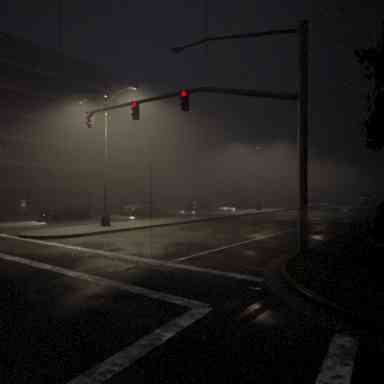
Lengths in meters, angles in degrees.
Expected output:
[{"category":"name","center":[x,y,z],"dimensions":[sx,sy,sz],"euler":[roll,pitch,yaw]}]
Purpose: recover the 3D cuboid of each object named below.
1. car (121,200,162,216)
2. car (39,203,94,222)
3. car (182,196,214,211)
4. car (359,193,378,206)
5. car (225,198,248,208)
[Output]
[{"category":"car","center":[-4.951,1.524,33.472],"dimensions":[1.812,1.442,4.674],"euler":[0,0,36]},{"category":"car","center":[-9.943,1.564,26.591],"dimensions":[1.994,1.385,4.181],"euler":[0,0,36]},{"category":"car","center":[0.780,1.352,41.368],"dimensions":[2.097,1.767,4.553],"euler":[0,0,36]},{"category":"car","center":[28.735,1.221,54.037],"dimensions":[2.150,2.045,5.566],"euler":[0,0,36]},{"category":"car","center":[6.619,1.564,49.397],"dimensions":[1.994,1.385,4.181],"euler":[0,0,36]}]
